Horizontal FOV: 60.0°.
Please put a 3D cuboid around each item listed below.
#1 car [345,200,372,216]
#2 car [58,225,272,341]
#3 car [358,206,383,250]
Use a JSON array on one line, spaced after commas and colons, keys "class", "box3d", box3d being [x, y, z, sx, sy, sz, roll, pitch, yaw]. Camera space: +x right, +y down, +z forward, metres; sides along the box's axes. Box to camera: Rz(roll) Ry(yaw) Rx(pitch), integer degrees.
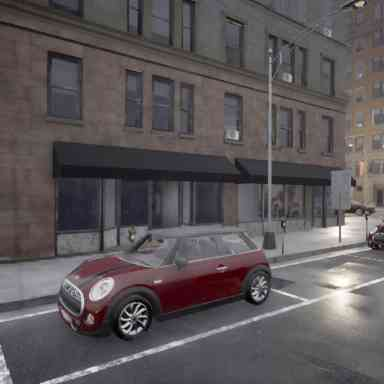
[{"class": "car", "box3d": [14.776, 1.403, 31.734, 1.882, 1.535, 5.008, 1, 0, -37]}, {"class": "car", "box3d": [-0.395, 1.441, 6.466, 4.097, 1.590, 1.967, 0, 0, -35]}, {"class": "car", "box3d": [8.564, 1.445, 12.825, 4.097, 1.590, 1.967, 0, 0, -35]}]
